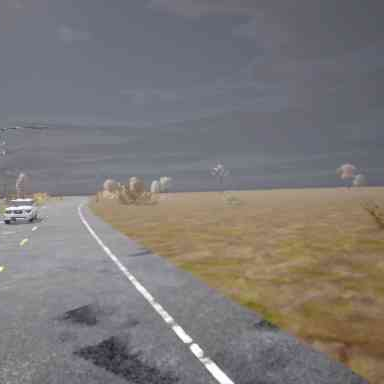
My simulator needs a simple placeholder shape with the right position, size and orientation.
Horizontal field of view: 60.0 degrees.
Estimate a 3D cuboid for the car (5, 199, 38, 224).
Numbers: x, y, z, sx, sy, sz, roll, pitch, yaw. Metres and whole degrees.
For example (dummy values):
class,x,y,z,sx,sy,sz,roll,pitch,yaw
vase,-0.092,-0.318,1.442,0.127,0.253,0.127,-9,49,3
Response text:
class,x,y,z,sx,sy,sz,roll,pitch,yaw
car,-15.529,1.683,30.466,2.150,2.045,5.566,-2,0,-20
